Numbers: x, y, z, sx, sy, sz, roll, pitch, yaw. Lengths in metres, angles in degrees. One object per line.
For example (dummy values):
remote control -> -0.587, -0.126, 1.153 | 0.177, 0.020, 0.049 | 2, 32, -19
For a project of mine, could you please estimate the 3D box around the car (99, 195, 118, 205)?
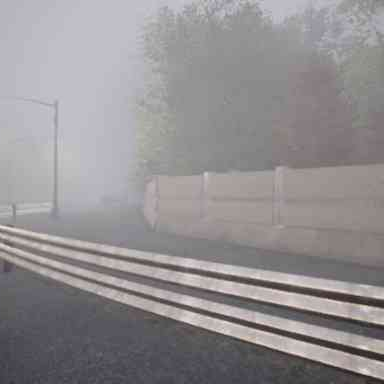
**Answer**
car -> -17.586, 1.689, 69.003 | 2.150, 2.045, 5.566 | 0, 0, 1

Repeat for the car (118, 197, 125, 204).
car -> -17.481, 1.860, 79.276 | 2.097, 1.767, 4.553 | 0, 0, 1
